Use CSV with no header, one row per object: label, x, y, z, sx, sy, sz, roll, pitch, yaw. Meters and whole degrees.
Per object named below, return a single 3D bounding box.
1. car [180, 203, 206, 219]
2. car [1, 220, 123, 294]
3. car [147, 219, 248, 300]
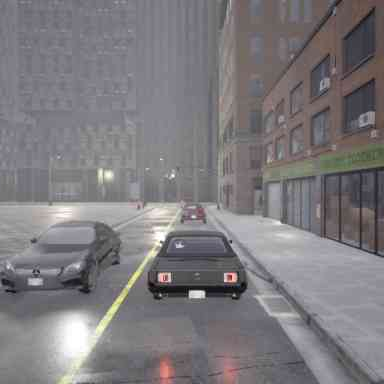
car,0.098,1.525,24.994,1.812,1.442,4.674,0,0,0
car,-3.102,1.525,8.926,1.812,1.442,4.674,0,0,0
car,0.098,1.601,8.351,1.895,1.301,4.718,0,0,0
